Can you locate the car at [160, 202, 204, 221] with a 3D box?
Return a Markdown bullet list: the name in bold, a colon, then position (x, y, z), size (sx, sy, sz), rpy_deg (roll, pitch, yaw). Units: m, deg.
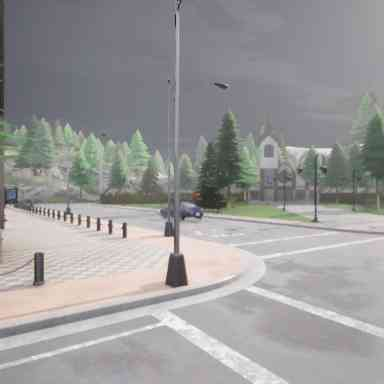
- **car**: position (-0.860, 1.509, 27.021), size (1.812, 1.442, 4.674), rpy_deg (0, 0, -34)
